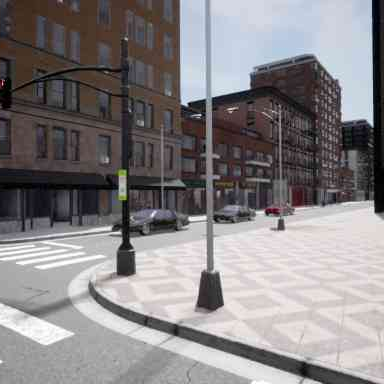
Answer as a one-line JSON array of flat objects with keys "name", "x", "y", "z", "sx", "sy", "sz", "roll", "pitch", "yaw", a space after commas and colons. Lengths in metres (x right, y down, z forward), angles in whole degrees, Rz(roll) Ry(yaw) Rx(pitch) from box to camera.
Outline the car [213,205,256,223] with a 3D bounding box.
[{"name": "car", "x": 3.643, "y": 1.793, "z": 28.191, "sx": 2.033, "sy": 1.411, "sz": 5.357, "roll": -1, "pitch": -1, "yaw": 35}]

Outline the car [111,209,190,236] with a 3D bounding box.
[{"name": "car", "x": -2.260, "y": 1.708, "z": 19.981, "sx": 2.033, "sy": 1.411, "sz": 5.357, "roll": -1, "pitch": -1, "yaw": 36}]

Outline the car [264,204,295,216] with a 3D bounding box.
[{"name": "car", "x": 9.653, "y": 1.929, "z": 36.522, "sx": 1.895, "sy": 1.301, "sz": 4.718, "roll": -1, "pitch": -1, "yaw": 36}]
